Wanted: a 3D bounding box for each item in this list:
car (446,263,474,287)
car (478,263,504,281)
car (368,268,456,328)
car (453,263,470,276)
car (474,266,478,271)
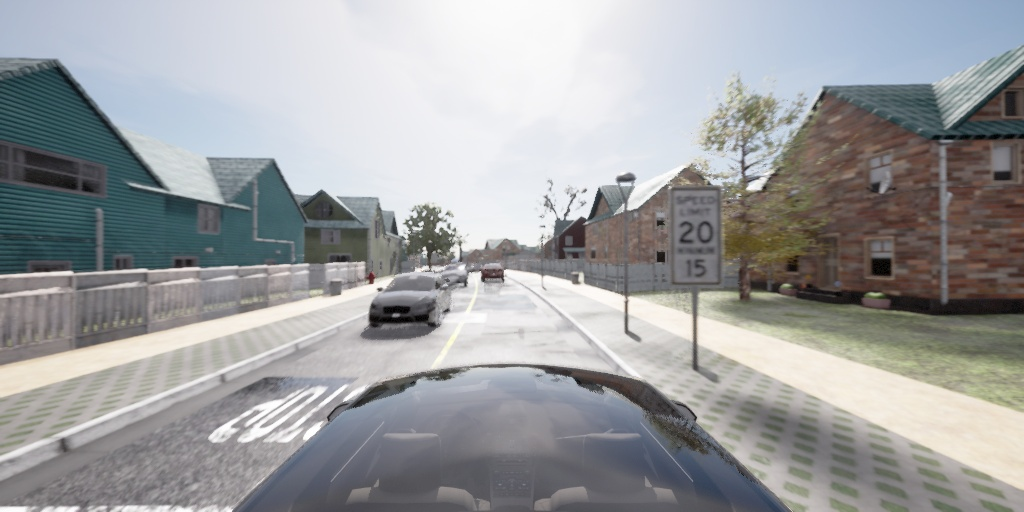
[{"bbox_3d":[-4.086,1.380,26.064,2.128,1.511,4.902,0,0,-6],"label":"car"},{"bbox_3d":[-1.807,1.402,32.351,1.882,1.535,5.008,0,0,-7],"label":"car"},{"bbox_3d":[-3.122,1.317,11.774,1.837,1.490,4.892,0,-1,-2],"label":"car"},{"bbox_3d":[-5.976,1.531,41.843,1.837,1.490,4.892,0,-1,-9],"label":"car"},{"bbox_3d":[-5.408,1.781,54.040,1.895,1.301,4.718,0,-1,-12],"label":"car"}]
